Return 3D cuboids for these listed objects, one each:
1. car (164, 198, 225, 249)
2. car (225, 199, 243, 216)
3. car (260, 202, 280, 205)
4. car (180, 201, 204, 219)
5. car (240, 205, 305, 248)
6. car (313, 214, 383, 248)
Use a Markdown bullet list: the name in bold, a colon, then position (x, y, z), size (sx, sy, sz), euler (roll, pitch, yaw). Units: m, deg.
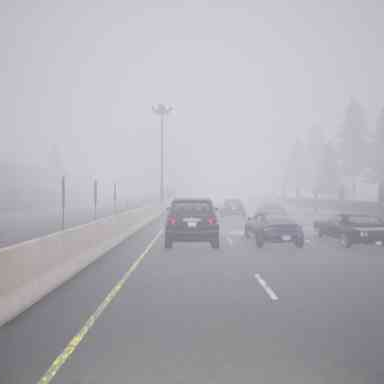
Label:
- **car**: position (0.000, 1.255, 14.680), size (2.150, 2.045, 5.566), euler (0, 0, 0)
- **car**: position (3.500, 1.364, 29.620), size (2.097, 1.767, 4.553), euler (0, 0, 0)
- **car**: position (7.000, 1.570, 29.650), size (1.994, 1.385, 4.181), euler (0, 0, 0)
- **car**: position (0.000, 1.570, 29.650), size (1.994, 1.385, 4.181), euler (0, 0, 0)
- **car**: position (3.500, 1.530, 14.650), size (1.812, 1.442, 4.674), euler (0, 0, 0)
- **car**: position (7.000, 1.614, 14.680), size (1.895, 1.301, 4.718), euler (0, 0, 0)
